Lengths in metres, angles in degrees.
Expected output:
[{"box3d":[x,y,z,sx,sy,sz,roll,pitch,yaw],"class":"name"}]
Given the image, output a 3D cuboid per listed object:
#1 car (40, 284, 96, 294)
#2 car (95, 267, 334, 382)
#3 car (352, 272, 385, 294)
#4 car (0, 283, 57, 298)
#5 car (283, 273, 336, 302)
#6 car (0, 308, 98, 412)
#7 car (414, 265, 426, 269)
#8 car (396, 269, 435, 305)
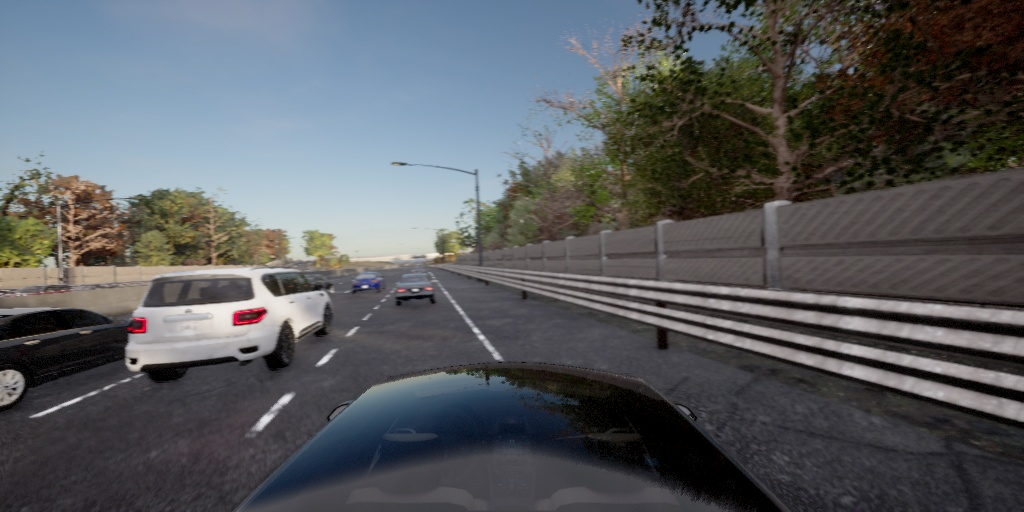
[{"box3d":[-32.667,2.982,27.933,2.128,1.511,4.902,-3,0,-14],"class":"car"},{"box3d":[-5.953,1.296,8.449,2.150,2.045,5.566,-3,0,-15],"class":"car"},{"box3d":[-10.392,1.908,26.166,1.812,1.442,4.674,-3,0,-14],"class":"car"},{"box3d":[-36.134,3.008,27.371,2.097,1.767,4.553,-3,0,-14],"class":"car"},{"box3d":[-13.506,2.031,24.215,1.837,1.490,4.892,-3,0,-14],"class":"car"},{"box3d":[-9.092,1.726,6.698,1.837,1.490,4.892,-3,0,-14],"class":"car"},{"box3d":[-12.474,2.151,48.321,2.033,1.411,5.357,-3,0,-14],"class":"car"},{"box3d":[-4.979,1.625,18.606,2.033,1.411,5.357,-3,0,-14],"class":"car"}]
